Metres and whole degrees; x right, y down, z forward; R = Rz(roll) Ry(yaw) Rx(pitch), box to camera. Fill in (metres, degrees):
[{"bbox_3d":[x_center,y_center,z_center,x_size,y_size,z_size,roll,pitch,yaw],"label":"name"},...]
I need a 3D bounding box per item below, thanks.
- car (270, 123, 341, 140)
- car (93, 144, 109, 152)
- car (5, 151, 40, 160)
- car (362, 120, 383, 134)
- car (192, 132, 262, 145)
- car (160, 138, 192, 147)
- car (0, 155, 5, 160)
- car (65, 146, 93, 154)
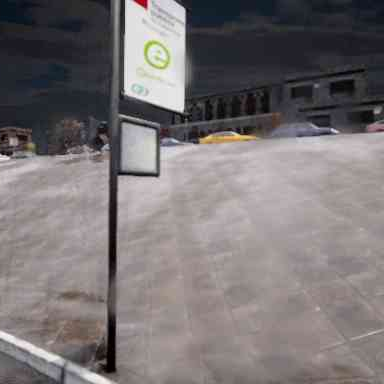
[{"bbox_3d":[7.628,-3.809,22.274,4.553,1.767,2.185,1,1,31],"label":"car"},{"bbox_3d":[-6.487,-3.915,31.046,4.892,1.521,2.231,1,0,34],"label":"car"},{"bbox_3d":[-20.098,-4.183,40.302,4.553,1.767,2.185,1,0,34],"label":"car"},{"bbox_3d":[12.622,-3.572,19.474,4.792,1.488,2.163,1,1,29],"label":"car"},{"bbox_3d":[2.873,-3.762,25.090,5.008,1.535,2.097,1,1,32],"label":"car"},{"bbox_3d":[-1.839,-3.801,28.018,4.674,1.452,2.002,1,1,33],"label":"car"},{"bbox_3d":[-24.639,-4.059,43.395,4.674,1.452,2.002,1,0,34],"label":"car"},{"bbox_3d":[-11.055,-3.971,34.146,4.892,1.521,2.231,1,0,34],"label":"car"}]
